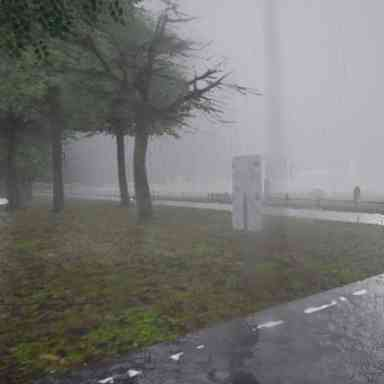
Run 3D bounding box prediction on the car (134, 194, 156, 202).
[{"bbox_3d":[-7.025,0.752,49.607,1.994,1.385,4.181,-1,2,-35],"label":"car"}]
